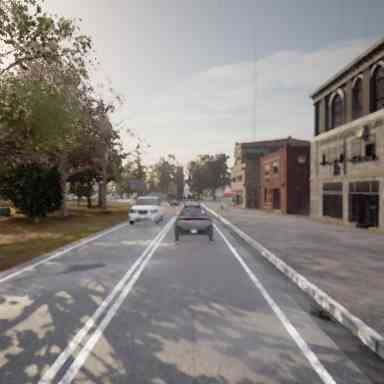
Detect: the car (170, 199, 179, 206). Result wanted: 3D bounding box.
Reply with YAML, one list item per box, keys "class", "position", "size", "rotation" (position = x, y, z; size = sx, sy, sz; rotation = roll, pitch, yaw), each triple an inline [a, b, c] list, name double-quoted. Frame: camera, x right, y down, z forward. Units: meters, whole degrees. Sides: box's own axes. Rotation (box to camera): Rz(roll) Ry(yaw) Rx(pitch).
- class: "car"
  position: [-3.475, 2.215, 67.103]
  size: [2.033, 1.411, 5.357]
  rotation: [0, -1, 0]

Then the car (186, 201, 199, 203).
- class: "car"
  position: [0.037, 1.751, 35.543]
  size: [1.882, 1.535, 5.008]
  rotation: [0, -1, 0]

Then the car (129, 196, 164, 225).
- class: "car"
  position: [-3.383, 1.367, 25.604]
  size: [2.150, 2.045, 5.566]
  rotation: [0, -1, 0]

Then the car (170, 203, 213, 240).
- class: "car"
  position: [0.083, 1.558, 17.300]
  size: [2.128, 1.511, 4.902]
  rotation: [0, 0, 0]
